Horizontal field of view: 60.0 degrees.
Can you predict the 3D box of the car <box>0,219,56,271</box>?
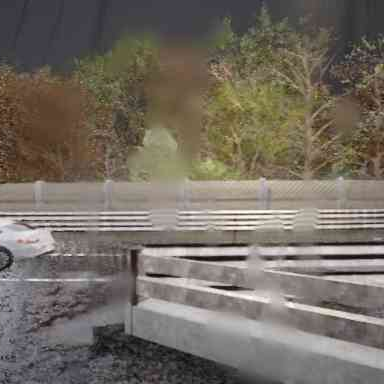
[{"bbox_3d":[-6.799,1.598,10.624,4.674,1.442,1.812,-1,0,4],"label":"car"}]
